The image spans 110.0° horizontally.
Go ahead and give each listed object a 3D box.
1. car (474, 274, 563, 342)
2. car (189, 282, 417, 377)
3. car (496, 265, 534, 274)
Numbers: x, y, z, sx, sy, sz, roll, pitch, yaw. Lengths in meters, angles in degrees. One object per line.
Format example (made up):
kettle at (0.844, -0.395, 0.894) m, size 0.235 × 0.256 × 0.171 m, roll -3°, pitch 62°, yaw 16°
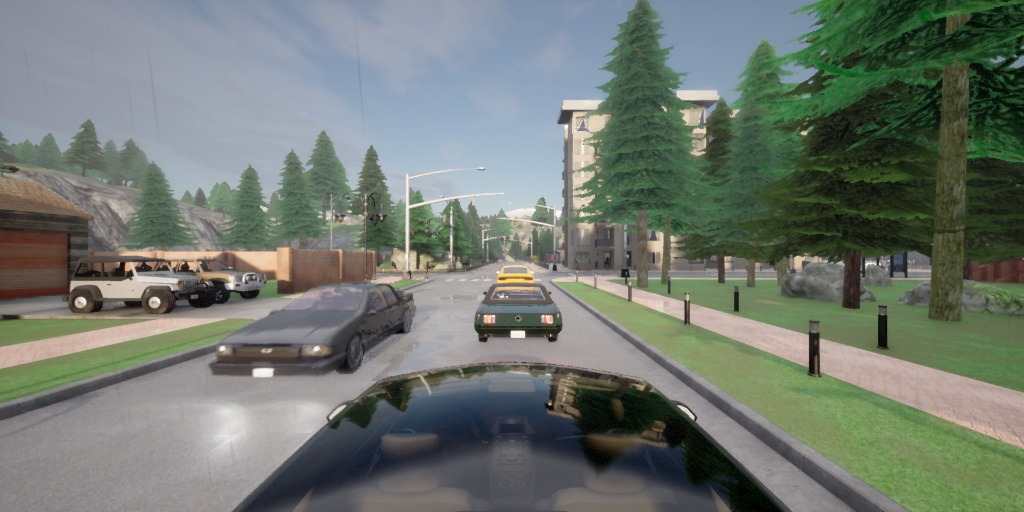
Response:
car at (0.146, 1.351, 9.711) m, size 1.895 × 1.301 × 4.718 m, roll 0°, pitch 0°, yaw 0°
car at (-3.573, 1.297, 7.833) m, size 2.033 × 1.411 × 5.357 m, roll 0°, pitch 0°, yaw 0°
car at (0.176, 1.228, 19.050) m, size 1.882 × 1.535 × 5.008 m, roll 0°, pitch 0°, yaw 0°
